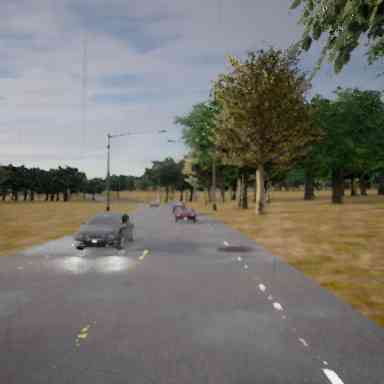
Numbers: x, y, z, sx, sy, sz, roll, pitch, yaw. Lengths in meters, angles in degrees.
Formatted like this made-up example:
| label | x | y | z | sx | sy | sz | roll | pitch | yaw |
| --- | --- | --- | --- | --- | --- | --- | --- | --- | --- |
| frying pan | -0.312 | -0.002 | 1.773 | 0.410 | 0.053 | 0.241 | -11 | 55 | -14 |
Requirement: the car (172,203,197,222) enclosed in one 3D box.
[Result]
| label | x | y | z | sx | sy | sz | roll | pitch | yaw |
| --- | --- | --- | --- | --- | --- | --- | --- | --- | --- |
| car | -0.655 | 1.997 | 30.414 | 1.895 | 1.301 | 4.718 | 0 | -1 | -3 |

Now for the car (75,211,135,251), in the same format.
| label | x | y | z | sx | sy | sz | roll | pitch | yaw |
| --- | --- | --- | --- | --- | --- | --- | --- | --- | --- |
| car | -3.764 | 1.673 | 15.085 | 1.837 | 1.490 | 4.892 | 0 | -1 | -1 |

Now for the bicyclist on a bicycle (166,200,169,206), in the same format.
| label | x | y | z | sx | sy | sz | roll | pitch | yaw |
| --- | --- | --- | --- | --- | --- | --- | --- | --- | --- |
| bicyclist on a bicycle | -6.787 | 3.078 | 91.337 | 0.582 | 1.620 | 1.656 | 0 | -2 | -10 |

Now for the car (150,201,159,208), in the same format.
| label | x | y | z | sx | sy | sz | roll | pitch | yaw |
| --- | --- | --- | --- | --- | --- | --- | --- | --- | --- |
| car | -7.646 | 2.530 | 67.561 | 1.882 | 1.535 | 5.008 | 0 | -1 | -7 |

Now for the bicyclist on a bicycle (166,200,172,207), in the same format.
| label | x | y | z | sx | sy | sz | roll | pitch | yaw |
| --- | --- | --- | --- | --- | --- | --- | --- | --- | --- |
| bicyclist on a bicycle | -5.286 | 2.849 | 82.410 | 0.866 | 1.612 | 1.509 | 0 | -1 | -9 |
